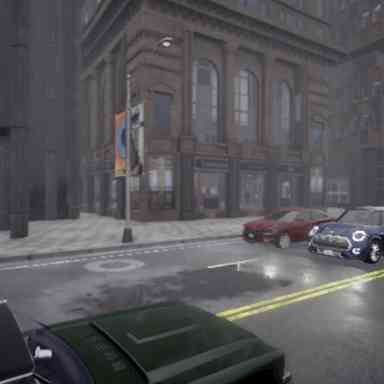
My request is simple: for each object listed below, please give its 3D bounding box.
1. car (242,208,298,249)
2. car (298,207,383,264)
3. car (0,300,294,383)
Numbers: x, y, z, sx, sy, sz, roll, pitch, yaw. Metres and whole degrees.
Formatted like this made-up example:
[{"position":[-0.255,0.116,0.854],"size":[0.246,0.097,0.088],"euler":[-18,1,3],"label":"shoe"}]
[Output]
[{"position":[4.415,1.446,14.515],"size":[5.008,1.535,1.882],"euler":[0,0,-34],"label":"car"},{"position":[6.188,1.324,11.785],"size":[4.553,1.767,2.097],"euler":[0,0,-34],"label":"car"},{"position":[-1.420,1.598,2.396],"size":[4.718,1.301,1.895],"euler":[0,0,-35],"label":"car"}]
